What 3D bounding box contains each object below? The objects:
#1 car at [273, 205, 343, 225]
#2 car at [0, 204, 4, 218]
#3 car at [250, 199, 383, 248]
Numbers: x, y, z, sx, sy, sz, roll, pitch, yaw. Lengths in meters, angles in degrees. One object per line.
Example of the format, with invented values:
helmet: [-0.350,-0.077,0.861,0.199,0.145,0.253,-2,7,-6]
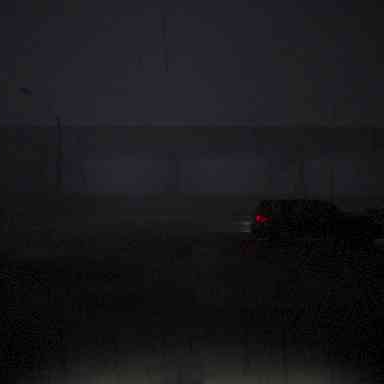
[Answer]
car: [8.701,1.708,25.248,4.674,1.442,1.812,0,0,0]
car: [-17.517,1.404,25.504,5.566,2.045,2.150,0,0,1]
car: [5.476,1.330,15.087,5.566,2.045,2.150,0,-1,3]
